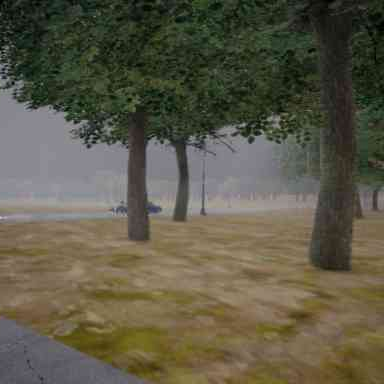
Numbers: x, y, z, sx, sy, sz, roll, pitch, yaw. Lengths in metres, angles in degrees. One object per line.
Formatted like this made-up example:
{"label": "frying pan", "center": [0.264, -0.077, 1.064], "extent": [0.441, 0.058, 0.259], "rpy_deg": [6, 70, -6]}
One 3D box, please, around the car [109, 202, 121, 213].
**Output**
{"label": "car", "center": [-10.783, 2.356, 52.322], "extent": [2.097, 1.767, 4.553], "rpy_deg": [0, -2, 37]}

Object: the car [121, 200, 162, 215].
{"label": "car", "center": [-6.641, 2.174, 46.172], "extent": [2.150, 2.045, 5.566], "rpy_deg": [0, -2, 37]}
